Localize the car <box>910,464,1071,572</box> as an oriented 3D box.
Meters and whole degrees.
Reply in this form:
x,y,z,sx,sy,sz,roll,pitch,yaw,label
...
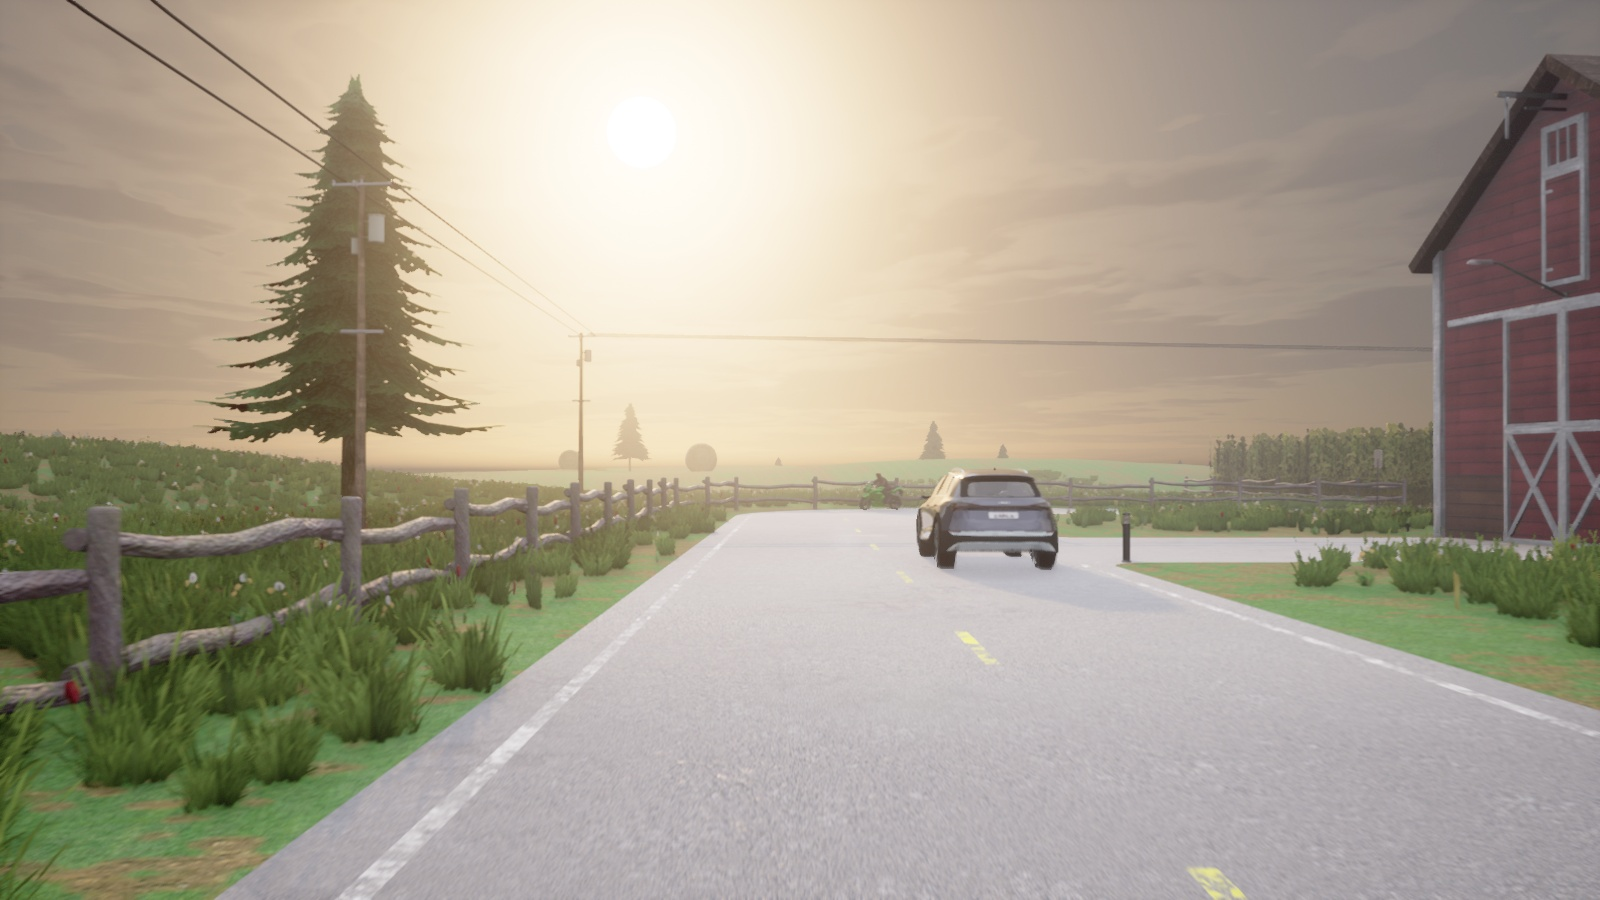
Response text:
x,y,z,sx,sy,sz,roll,pitch,yaw,label
3.147,1.090,21.750,2.033,1.649,4.856,0,-1,0,car

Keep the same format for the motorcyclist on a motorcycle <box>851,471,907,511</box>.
x,y,z,sx,sy,sz,roll,pitch,yaw,label
3.102,1.597,49.252,2.044,1.523,0.797,0,2,-31,motorcyclist on a motorcycle
